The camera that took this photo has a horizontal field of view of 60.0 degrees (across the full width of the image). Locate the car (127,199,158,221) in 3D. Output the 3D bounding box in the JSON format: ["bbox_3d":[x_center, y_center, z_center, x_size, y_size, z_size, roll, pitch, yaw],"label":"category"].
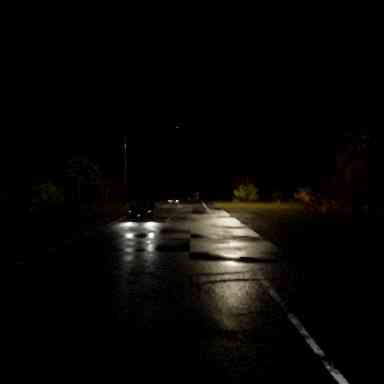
[{"bbox_3d":[-3.615,1.296,24.909,1.812,1.442,4.674,0,1,0],"label":"car"}]

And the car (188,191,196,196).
[{"bbox_3d":[-0.027,0.395,95.432,2.033,1.411,5.357,0,1,0],"label":"car"}]

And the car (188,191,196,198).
[{"bbox_3d":[-0.022,0.744,77.380,2.128,1.511,4.902,0,1,0],"label":"car"}]

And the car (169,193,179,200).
[{"bbox_3d":[-3.529,0.916,65.491,2.033,1.411,5.357,0,1,0],"label":"car"}]

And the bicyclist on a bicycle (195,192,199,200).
[{"bbox_3d":[0.945,0.792,59.380,0.659,1.776,1.843,0,1,0],"label":"bicyclist on a bicycle"}]

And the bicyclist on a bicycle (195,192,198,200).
[{"bbox_3d":[0.944,0.780,67.819,0.582,1.620,1.656,0,0,0],"label":"bicyclist on a bicycle"}]
